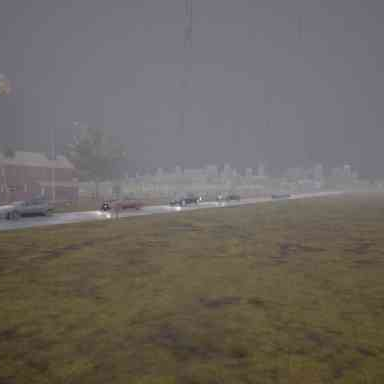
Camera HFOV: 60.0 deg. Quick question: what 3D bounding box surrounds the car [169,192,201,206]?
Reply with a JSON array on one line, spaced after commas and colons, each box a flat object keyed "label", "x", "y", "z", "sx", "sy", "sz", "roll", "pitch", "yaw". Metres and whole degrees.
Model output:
[{"label": "car", "x": -0.807, "y": 0.827, "z": 39.946, "sx": 1.837, "sy": 1.490, "sz": 4.892, "roll": 1, "pitch": 2, "yaw": 36}]

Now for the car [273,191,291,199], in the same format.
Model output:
[{"label": "car", "x": 15.513, "y": 0.437, "z": 57.443, "sx": 1.994, "sy": 1.385, "sz": 4.181, "roll": 1, "pitch": 2, "yaw": 36}]

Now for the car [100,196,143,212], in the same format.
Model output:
[{"label": "car", "x": -6.690, "y": 1.091, "z": 31.842, "sx": 1.994, "sy": 1.385, "sz": 4.181, "roll": 1, "pitch": 2, "yaw": 36}]

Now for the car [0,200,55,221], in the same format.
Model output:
[{"label": "car", "x": -12.248, "y": 1.279, "z": 24.199, "sx": 1.994, "sy": 1.385, "sz": 4.181, "roll": 1, "pitch": 2, "yaw": 35}]

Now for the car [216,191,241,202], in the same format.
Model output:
[{"label": "car", "x": 5.353, "y": 0.597, "z": 48.373, "sx": 2.128, "sy": 1.511, "sz": 4.902, "roll": 1, "pitch": 2, "yaw": 37}]
